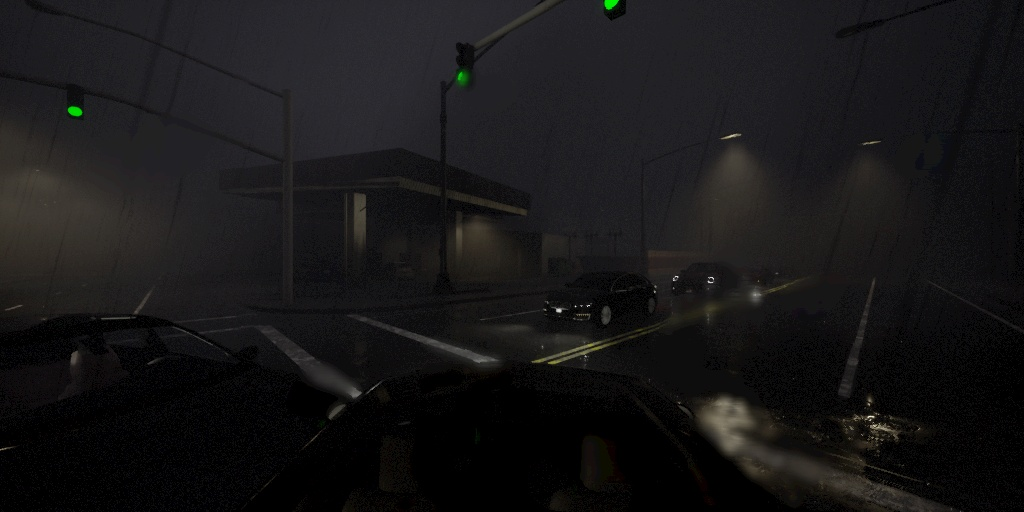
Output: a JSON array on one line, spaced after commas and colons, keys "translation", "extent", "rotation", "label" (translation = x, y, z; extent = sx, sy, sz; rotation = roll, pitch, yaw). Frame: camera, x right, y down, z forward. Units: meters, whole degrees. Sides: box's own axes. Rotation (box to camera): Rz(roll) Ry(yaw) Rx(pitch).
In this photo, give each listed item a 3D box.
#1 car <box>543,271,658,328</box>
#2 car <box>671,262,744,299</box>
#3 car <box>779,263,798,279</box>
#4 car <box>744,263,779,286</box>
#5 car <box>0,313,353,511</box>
[{"translation": [3.018, 1.255, 11.590], "extent": [4.892, 1.490, 1.837], "rotation": [0, 0, -45], "label": "car"}, {"translation": [9.938, 1.102, 18.353], "extent": [4.553, 1.767, 2.097], "rotation": [0, 0, -44], "label": "car"}, {"translation": [24.163, 1.314, 32.149], "extent": [4.181, 1.385, 1.994], "rotation": [0, 0, -44], "label": "car"}, {"translation": [16.947, 1.314, 25.181], "extent": [1.994, 1.385, 4.181], "rotation": [0, 0, 45], "label": "car"}, {"translation": [-3.390, 1.242, 2.647], "extent": [4.902, 1.511, 2.128], "rotation": [0, 0, 16], "label": "car"}]
